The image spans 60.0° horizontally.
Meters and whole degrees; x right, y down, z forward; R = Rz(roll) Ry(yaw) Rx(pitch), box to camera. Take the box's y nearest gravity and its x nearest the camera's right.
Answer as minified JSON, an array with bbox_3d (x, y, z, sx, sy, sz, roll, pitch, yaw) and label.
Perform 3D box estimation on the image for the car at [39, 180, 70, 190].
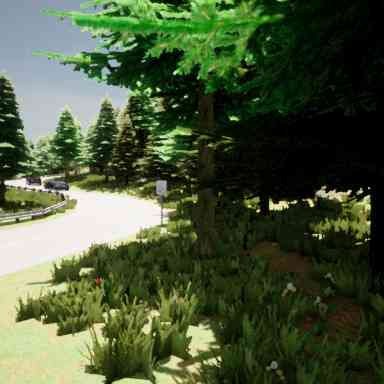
[{"bbox_3d":[-18.808,-0.975,46.140,4.181,1.385,1.994,6,4,40],"label":"car"}]

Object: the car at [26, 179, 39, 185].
[{"bbox_3d":[-25.430,-1.898,53.411,1.837,1.490,4.892,0,5,-33],"label":"car"}]
